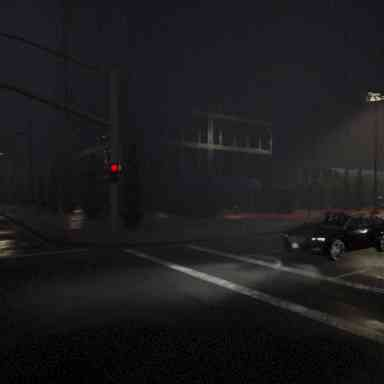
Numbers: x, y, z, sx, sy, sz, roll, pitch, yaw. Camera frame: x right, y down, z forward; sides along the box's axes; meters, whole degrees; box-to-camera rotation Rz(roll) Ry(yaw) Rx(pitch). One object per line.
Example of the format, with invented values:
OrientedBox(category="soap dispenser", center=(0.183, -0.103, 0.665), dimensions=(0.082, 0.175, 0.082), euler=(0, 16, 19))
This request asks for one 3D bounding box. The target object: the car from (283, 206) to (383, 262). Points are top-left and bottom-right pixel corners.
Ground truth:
OrientedBox(category="car", center=(5.442, 1.485, 12.219), dimensions=(4.902, 1.511, 2.128), euler=(0, 0, -33))

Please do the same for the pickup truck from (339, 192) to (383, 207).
OrientedBox(category="pickup truck", center=(20.396, 1.037, 38.453), dimensions=(6.274, 2.098, 2.390), euler=(0, 0, -4))
